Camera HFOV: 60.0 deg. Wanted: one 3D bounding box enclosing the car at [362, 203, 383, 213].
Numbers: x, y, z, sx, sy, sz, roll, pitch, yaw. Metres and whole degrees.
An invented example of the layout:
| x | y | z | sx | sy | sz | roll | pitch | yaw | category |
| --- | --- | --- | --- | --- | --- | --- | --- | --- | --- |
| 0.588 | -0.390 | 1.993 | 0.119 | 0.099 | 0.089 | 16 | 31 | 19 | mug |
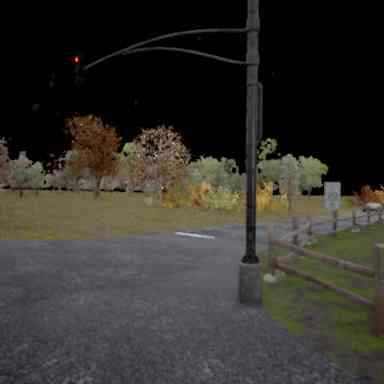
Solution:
| x | y | z | sx | sy | sz | roll | pitch | yaw | category |
| --- | --- | --- | --- | --- | --- | --- | --- | --- | --- |
| 26.075 | 2.258 | 47.895 | 2.033 | 1.411 | 5.357 | 1 | 0 | 40 | car |
